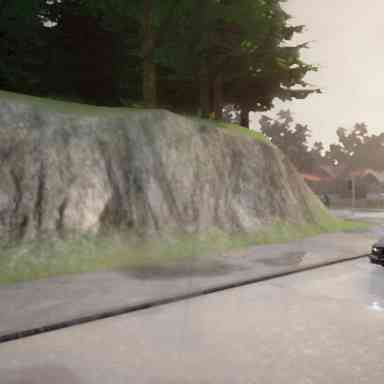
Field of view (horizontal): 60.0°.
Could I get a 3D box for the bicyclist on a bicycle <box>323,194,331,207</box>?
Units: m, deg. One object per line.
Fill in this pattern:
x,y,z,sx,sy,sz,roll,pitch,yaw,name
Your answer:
16.392,1.061,40.484,1.656,1.620,0.582,-1,1,-35,bicyclist on a bicycle

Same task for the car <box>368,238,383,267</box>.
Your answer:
7.428,1.456,9.862,5.357,1.411,2.033,-1,0,-35,car
